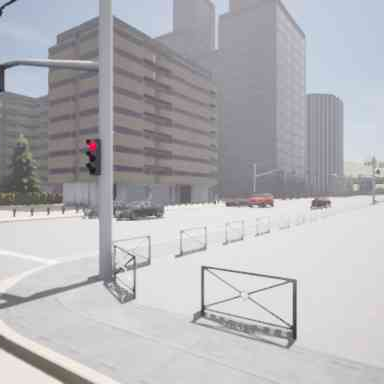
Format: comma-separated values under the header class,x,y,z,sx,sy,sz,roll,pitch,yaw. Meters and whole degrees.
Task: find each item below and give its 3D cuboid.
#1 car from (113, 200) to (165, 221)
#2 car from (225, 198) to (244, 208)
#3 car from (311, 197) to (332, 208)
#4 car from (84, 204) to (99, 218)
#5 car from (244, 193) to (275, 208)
class,x,y,z,sx,sy,sz,roll,pitch,yaw
car,-4.247,1.484,27.141,2.128,1.511,4.902,0,0,35
car,6.671,1.592,49.020,1.895,1.301,4.718,0,0,35
car,18.515,1.473,47.480,1.882,1.535,5.008,0,0,35
car,-7.134,1.483,29.120,2.128,1.511,4.902,0,0,35
car,9.966,1.218,47.621,2.150,2.045,5.566,0,0,35
